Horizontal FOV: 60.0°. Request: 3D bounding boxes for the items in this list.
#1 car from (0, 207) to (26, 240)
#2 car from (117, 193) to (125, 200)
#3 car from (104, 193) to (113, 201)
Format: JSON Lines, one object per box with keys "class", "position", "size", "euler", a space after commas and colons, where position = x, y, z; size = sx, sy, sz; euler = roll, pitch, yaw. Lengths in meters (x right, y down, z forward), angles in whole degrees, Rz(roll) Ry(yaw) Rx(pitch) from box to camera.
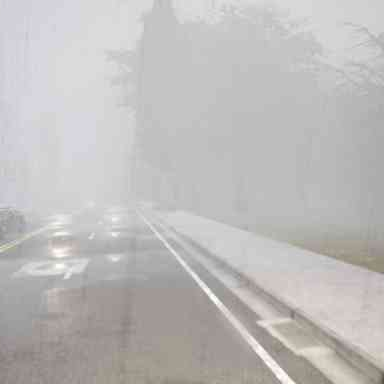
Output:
{"class": "car", "position": [-10.195, 1.565, 17.394], "size": [2.128, 1.511, 4.902], "euler": [-1, 0, -12]}
{"class": "car", "position": [-18.352, 1.150, 85.931], "size": [2.097, 1.767, 4.553], "euler": [-1, 1, -12]}
{"class": "car", "position": [-21.443, 1.367, 84.868], "size": [1.837, 1.490, 4.892], "euler": [-1, 1, -12]}
